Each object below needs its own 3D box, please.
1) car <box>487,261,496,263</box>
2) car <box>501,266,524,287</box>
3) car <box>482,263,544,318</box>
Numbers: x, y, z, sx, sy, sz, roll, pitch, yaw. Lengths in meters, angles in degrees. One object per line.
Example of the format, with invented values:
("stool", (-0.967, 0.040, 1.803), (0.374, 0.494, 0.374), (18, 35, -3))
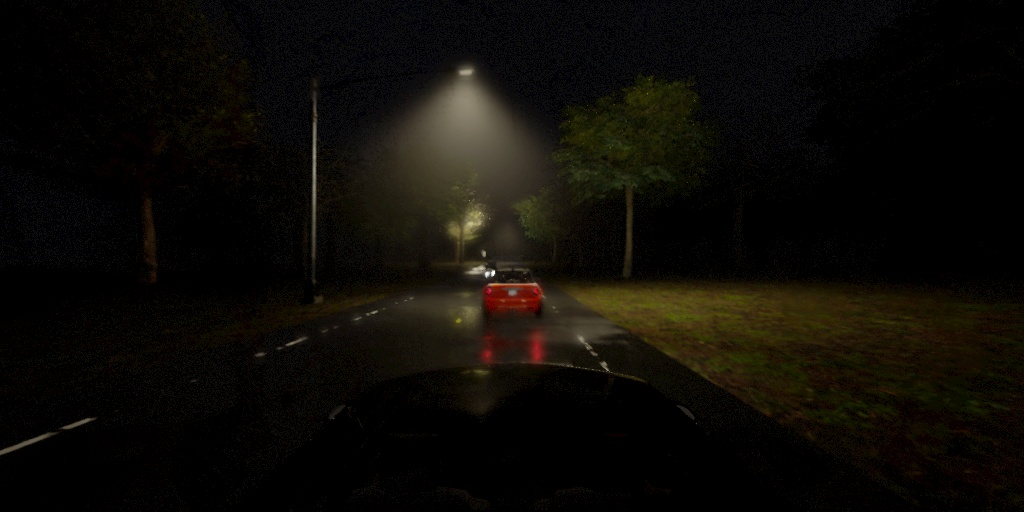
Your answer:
("car", (-3.551, 1.566, 60.475), (2.128, 1.511, 4.902), (0, 1, 1))
("car", (0.050, 1.638, 29.791), (1.812, 1.442, 4.674), (0, 0, 0))
("car", (0.044, 1.263, 14.018), (2.097, 1.767, 4.553), (0, -1, 0))
